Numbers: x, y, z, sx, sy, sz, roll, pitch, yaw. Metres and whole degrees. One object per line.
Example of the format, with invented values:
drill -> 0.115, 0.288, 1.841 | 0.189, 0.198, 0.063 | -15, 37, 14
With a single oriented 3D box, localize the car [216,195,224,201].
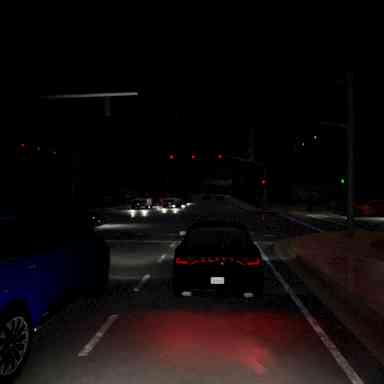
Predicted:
car -> 7.156, 1.552, 84.781 | 1.994, 1.385, 4.181 | 0, 0, 5

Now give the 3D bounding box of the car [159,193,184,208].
car -> -2.894, 1.221, 48.923 | 2.150, 2.045, 5.566 | 0, 0, 5

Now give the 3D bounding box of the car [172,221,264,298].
car -> 0.646, 1.478, 8.590 | 1.882, 1.535, 5.008 | 0, 0, 4

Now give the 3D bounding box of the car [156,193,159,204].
car -> -5.848, 1.221, 55.623 | 2.150, 2.045, 5.566 | 0, 0, 5

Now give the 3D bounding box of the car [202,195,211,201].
car -> 3.639, 1.524, 84.720 | 1.812, 1.442, 4.674 | 0, 0, 5

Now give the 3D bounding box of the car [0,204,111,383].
car -> -3.075, 1.221, 5.481 | 2.150, 2.045, 5.566 | 0, 0, 3

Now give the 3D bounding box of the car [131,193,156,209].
car -> -6.724, 1.221, 45.313 | 2.150, 2.045, 5.566 | 0, 0, 3

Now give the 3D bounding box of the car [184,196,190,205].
car -> -2.084, 1.352, 58.580 | 2.097, 1.767, 4.553 | 0, 0, 5

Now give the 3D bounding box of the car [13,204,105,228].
car -> -8.808, 1.547, 22.275 | 5.357, 1.411, 2.033 | 0, 0, 5

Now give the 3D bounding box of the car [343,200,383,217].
car -> 16.746, 1.478, 30.951 | 5.008, 1.535, 1.882 | 0, 0, 5
